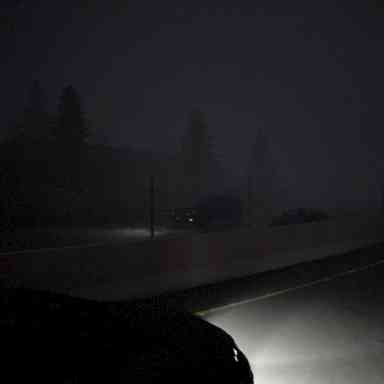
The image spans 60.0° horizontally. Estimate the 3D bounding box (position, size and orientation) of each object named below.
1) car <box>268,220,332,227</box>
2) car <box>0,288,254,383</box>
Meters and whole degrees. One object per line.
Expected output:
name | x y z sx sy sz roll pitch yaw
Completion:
car | 5.786 1.562 17.336 4.181 1.385 1.994 0 0 -42
car | -1.455 1.563 2.715 4.181 1.385 1.994 0 0 -36
